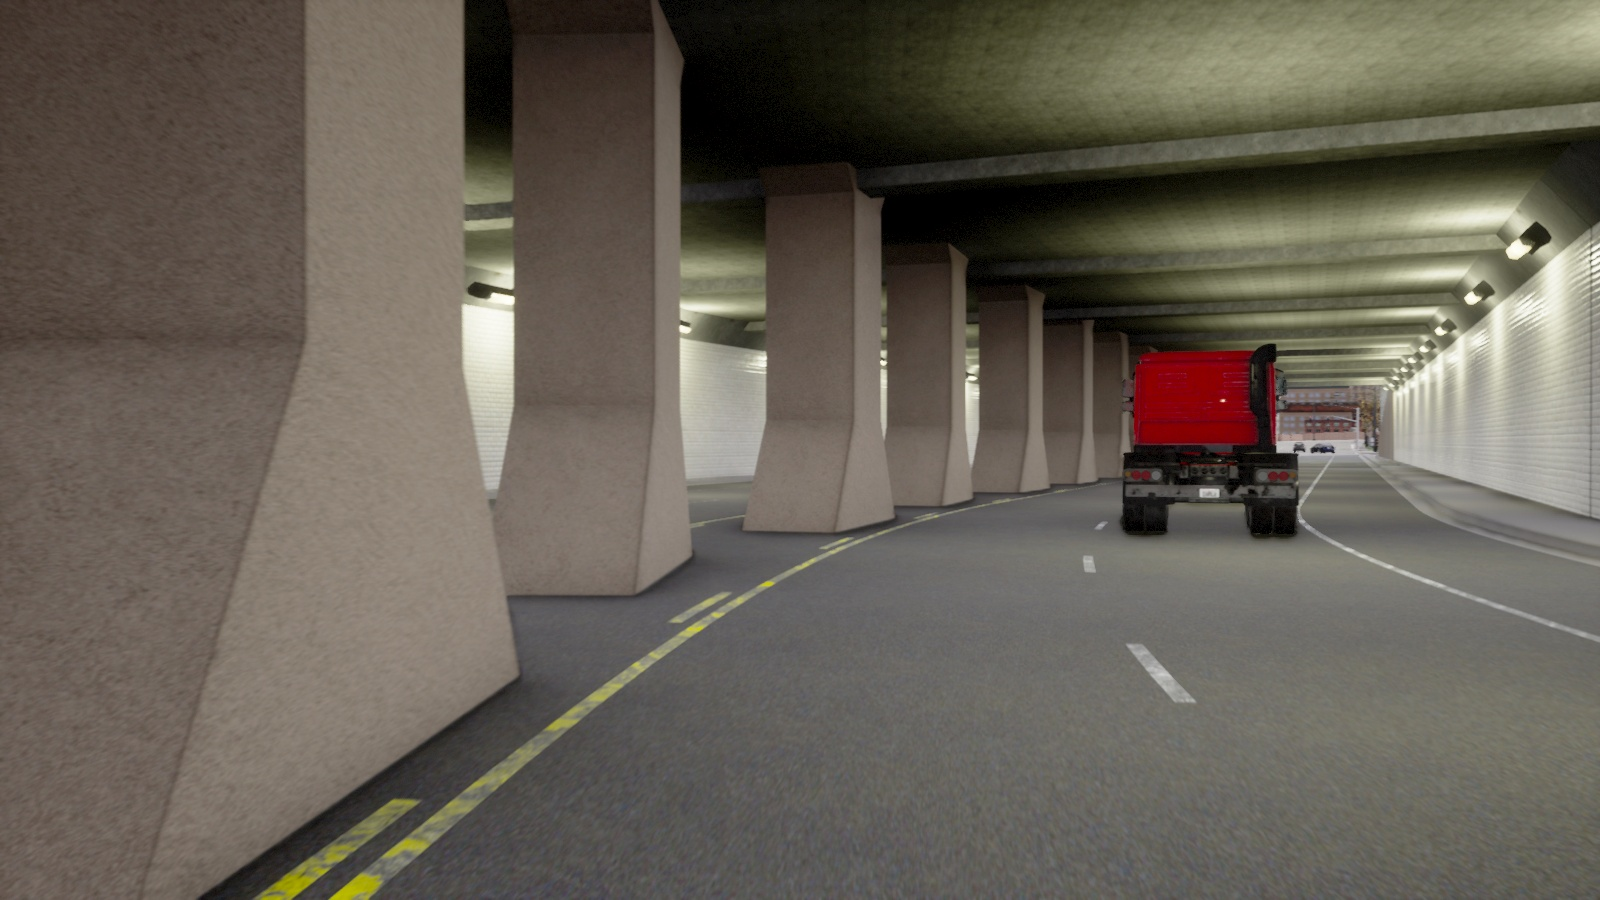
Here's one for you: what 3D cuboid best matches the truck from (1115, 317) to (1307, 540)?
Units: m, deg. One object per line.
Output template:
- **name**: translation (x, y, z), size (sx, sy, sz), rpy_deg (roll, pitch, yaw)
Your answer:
- **truck**: translation (7.637, -0.358, 23.663), size (2.891, 3.462, 7.936), rpy_deg (0, 0, 17)
